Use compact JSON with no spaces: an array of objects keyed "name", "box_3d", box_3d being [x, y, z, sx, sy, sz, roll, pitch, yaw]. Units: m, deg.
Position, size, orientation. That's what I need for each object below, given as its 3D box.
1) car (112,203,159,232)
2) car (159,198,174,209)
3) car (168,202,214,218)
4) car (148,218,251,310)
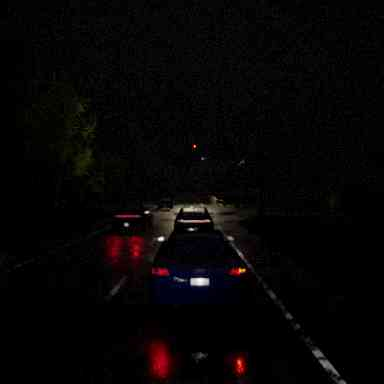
[{"name":"car","box_3d":[-3.415,1.469,19.711,2.128,1.511,4.902,0,0,0]},{"name":"car","box_3d":[-3.439,1.471,44.247,1.812,1.442,4.674,0,0,0]},{"name":"car","box_3d":[0.089,1.472,16.795,2.128,1.511,4.902,0,0,0]},{"name":"car","box_3d":[0.101,1.555,7.892,1.994,1.385,4.181,0,0,-1]}]
